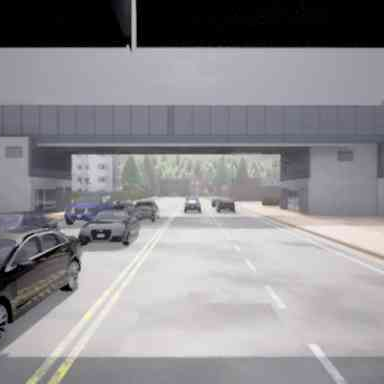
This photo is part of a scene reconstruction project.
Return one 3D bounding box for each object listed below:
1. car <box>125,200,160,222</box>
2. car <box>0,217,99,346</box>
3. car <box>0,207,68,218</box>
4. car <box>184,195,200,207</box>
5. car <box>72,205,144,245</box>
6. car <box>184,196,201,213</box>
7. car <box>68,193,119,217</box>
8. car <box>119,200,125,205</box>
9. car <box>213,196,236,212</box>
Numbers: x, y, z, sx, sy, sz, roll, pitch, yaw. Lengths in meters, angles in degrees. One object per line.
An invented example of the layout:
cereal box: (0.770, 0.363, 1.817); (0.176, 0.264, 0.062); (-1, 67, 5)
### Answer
car: (-3.539, 1.413, 25.384); (1.837, 1.490, 4.892); (0, 0, 0)
car: (-3.572, 1.468, 6.094); (2.128, 1.511, 4.902); (0, 0, 1)
car: (-7.074, 1.497, 13.249); (2.033, 1.411, 5.357); (0, 0, 0)
car: (-0.048, 1.307, 47.787); (1.882, 1.535, 5.008); (0, 0, -3)
car: (-3.568, 1.509, 15.005); (1.994, 1.385, 4.181); (0, 0, 0)
car: (0.066, 1.422, 35.388); (2.033, 1.411, 5.357); (0, 0, 0)
car: (-7.040, 1.135, 23.509); (2.150, 2.045, 5.566); (0, 0, 0)
car: (-6.990, 1.478, 33.712); (1.895, 1.301, 4.718); (0, 0, 1)
car: (3.569, 1.380, 35.829); (1.837, 1.490, 4.892); (0, 1, 0)
